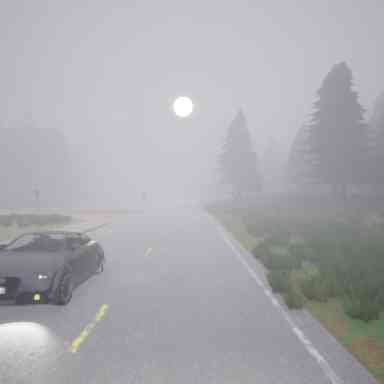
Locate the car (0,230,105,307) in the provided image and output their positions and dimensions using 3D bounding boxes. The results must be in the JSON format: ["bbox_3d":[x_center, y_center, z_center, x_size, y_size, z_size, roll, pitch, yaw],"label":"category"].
[{"bbox_3d":[-3.549,1.654,8.124,1.994,1.385,4.181,0,-1,1],"label":"car"}]
